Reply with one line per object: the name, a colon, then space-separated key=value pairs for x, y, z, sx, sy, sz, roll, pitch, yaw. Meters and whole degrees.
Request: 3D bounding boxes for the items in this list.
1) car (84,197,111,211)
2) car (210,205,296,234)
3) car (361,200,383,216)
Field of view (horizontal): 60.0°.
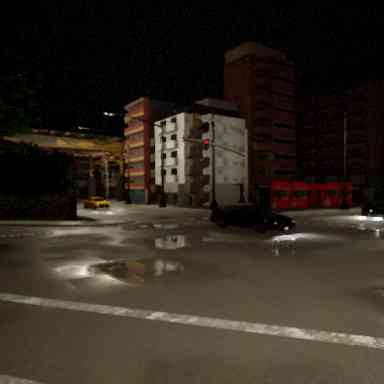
car: x=-11.301 y=1.344 z=39.496 sx=1.882 sy=1.535 sz=5.008 roll=-1 pitch=0 yaw=-35
car: x=3.218 y=1.429 z=18.846 sx=2.033 sy=1.411 sz=5.357 roll=-1 pitch=0 yaw=-35
car: x=16.392 y=1.367 z=28.611 sx=4.181 sy=1.385 sz=1.994 roll=0 pitch=0 yaw=-36
